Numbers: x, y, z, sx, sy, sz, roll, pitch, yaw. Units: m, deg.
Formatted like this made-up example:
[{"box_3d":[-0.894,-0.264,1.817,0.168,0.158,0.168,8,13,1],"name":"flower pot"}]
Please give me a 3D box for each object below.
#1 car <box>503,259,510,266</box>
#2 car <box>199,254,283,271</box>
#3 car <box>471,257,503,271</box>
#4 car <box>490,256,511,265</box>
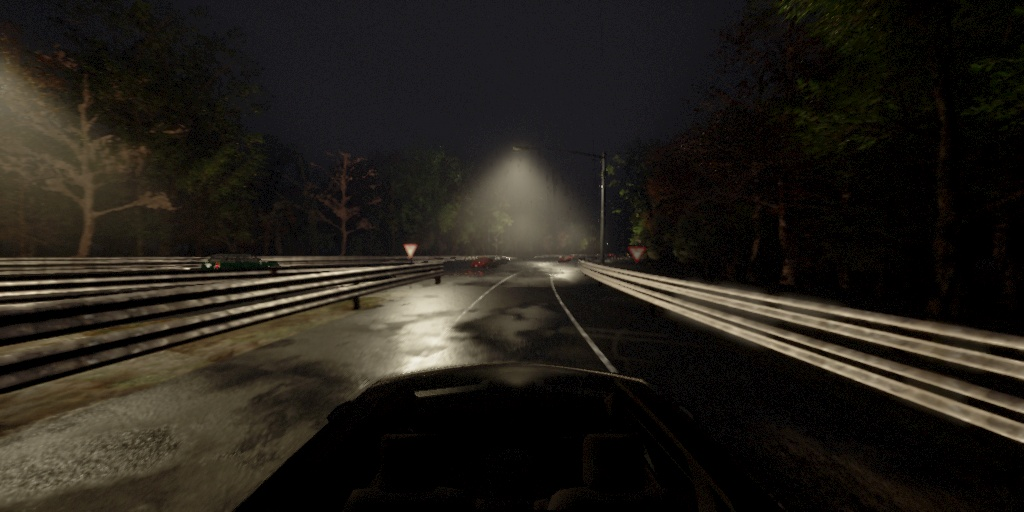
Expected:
[{"box_3d":[-2.564,0.827,52.398,2.033,1.411,5.357,1,1,22],"name":"car"},{"box_3d":[-17.888,0.663,24.010,2.097,1.767,4.553,1,1,22],"name":"car"},{"box_3d":[-3.095,0.910,41.818,1.812,1.442,4.674,1,1,22],"name":"car"},{"box_3d":[-2.028,0.765,63.002,1.895,1.301,4.718,1,1,22],"name":"car"}]
